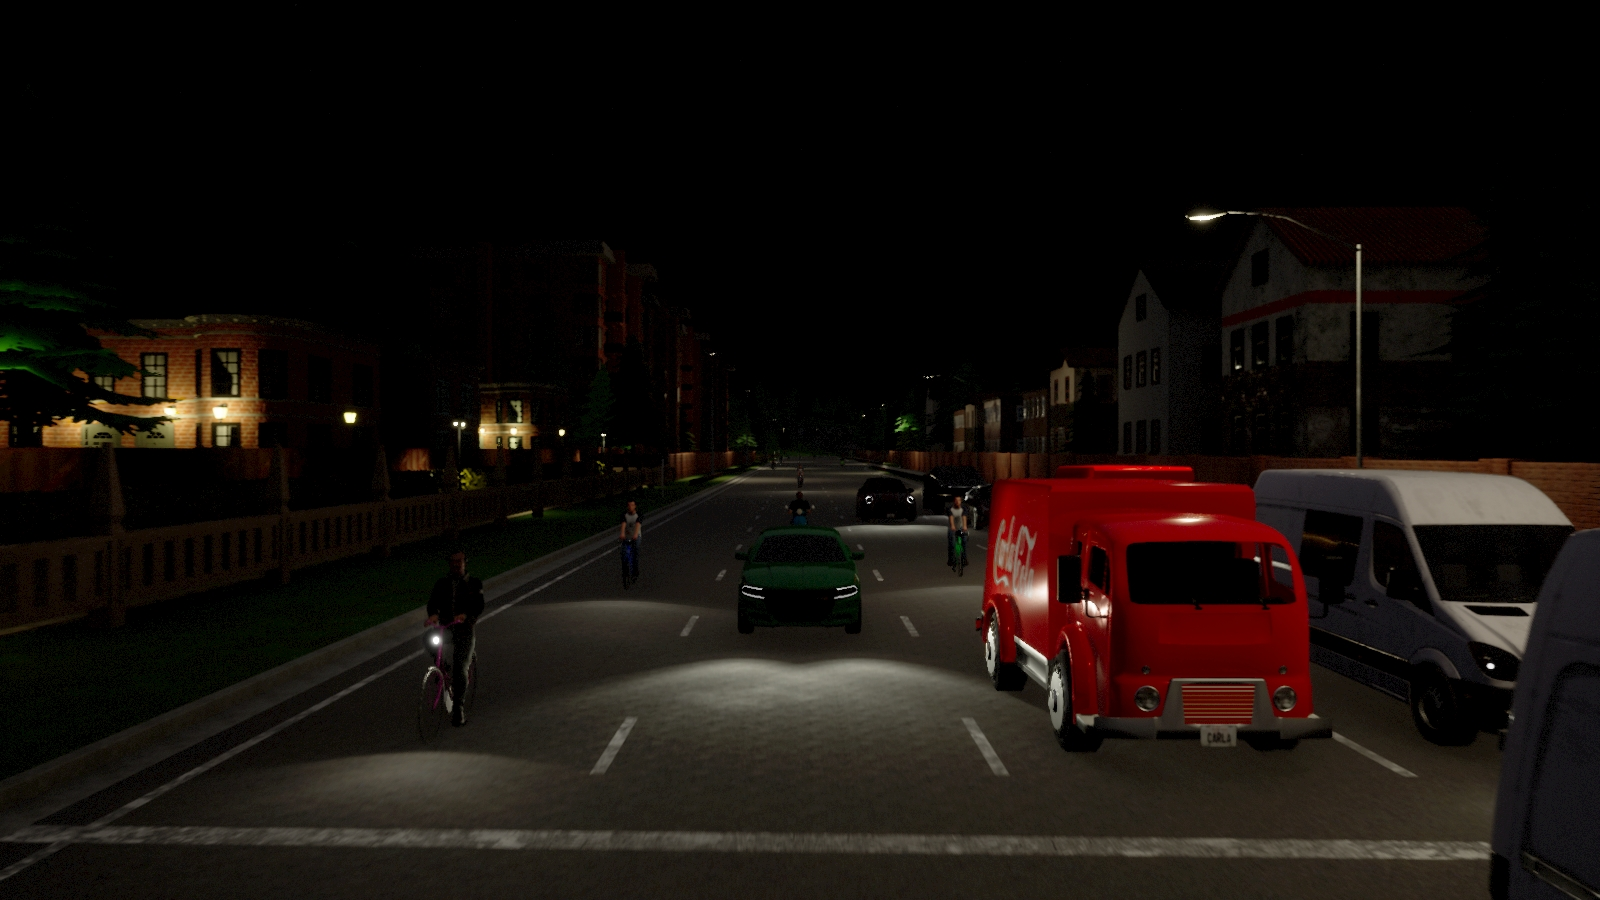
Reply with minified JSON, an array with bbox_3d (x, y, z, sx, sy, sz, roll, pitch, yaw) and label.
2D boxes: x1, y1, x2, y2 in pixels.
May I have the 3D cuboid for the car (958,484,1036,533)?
[{"bbox_3d":[6.981,2.036,40.988,2.007,1.525,4.514,0,0,0],"label":"car"}]

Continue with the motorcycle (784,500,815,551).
[{"bbox_3d":[-0.012,2.139,32.642,0.856,1.316,1.805,0,0,0],"label":"motorcycle"}]

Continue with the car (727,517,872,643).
[{"bbox_3d":[-0.007,2.032,19.070,2.097,1.535,5.006,0,0,0],"label":"car"}]

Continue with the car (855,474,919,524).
[{"bbox_3d":[3.408,1.902,45.545,2.097,1.767,4.553,0,0,-1],"label":"car"}]

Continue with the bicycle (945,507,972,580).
[{"bbox_3d":[3.521,2.054,25.467,0.373,1.496,1.643,0,0,0],"label":"bicycle"}]

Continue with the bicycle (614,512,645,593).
[{"bbox_3d":[-3.448,2.054,23.211,0.373,1.496,1.643,0,0,0],"label":"bicycle"}]

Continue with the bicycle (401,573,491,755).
[{"bbox_3d":[-3.497,2.059,11.395,0.329,1.471,1.835,0,0,0],"label":"bicycle"}]

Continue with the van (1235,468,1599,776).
[{"bbox_3d":[6.998,1.533,12.823,1.988,2.561,5.915,0,0,0],"label":"van"}]

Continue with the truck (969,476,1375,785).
[{"bbox_3d":[3.494,1.567,12.148,2.627,2.467,5.204,0,0,0],"label":"truck"}]

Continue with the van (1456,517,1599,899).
[{"bbox_3d":[3.502,1.534,1.409,1.988,2.561,5.915,0,0,0],"label":"van"}]
